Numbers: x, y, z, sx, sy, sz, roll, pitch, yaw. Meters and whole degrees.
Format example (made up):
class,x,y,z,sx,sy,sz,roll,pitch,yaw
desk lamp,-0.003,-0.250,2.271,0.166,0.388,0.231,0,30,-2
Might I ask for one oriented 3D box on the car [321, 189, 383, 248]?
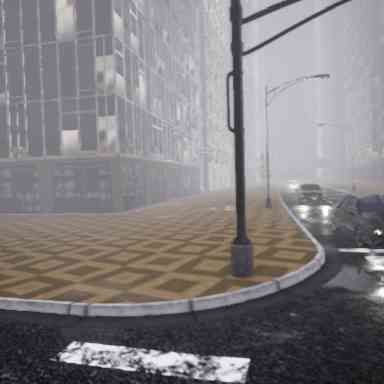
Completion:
class,x,y,z,sx,sy,sz,roll,pitch,yaw
car,5.902,0.791,10.842,2.033,1.411,5.357,-1,2,11

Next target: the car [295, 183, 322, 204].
class,x,y,z,sx,sy,sz,roll,pitch,yaw
car,8.866,0.109,25.043,1.837,1.490,4.892,-1,3,13
